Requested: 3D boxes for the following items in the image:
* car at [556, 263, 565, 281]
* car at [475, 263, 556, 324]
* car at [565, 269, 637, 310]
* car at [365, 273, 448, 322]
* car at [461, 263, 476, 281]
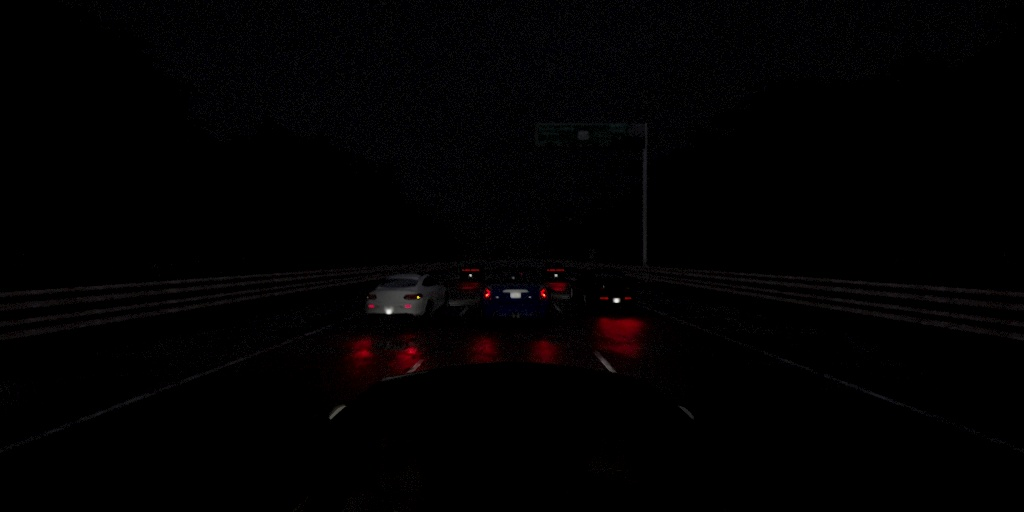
[{"bbox_3d":[3.601,1.346,31.751,1.837,1.490,4.892,0,0,0],"label":"car"},{"bbox_3d":[0.101,1.125,12.141,2.097,1.767,4.553,0,0,0],"label":"car"},{"bbox_3d":[3.601,1.284,14.771,1.837,1.490,4.892,0,0,0],"label":"car"},{"bbox_3d":[-3.413,1.299,12.242,1.812,1.442,4.674,0,0,0],"label":"car"},{"bbox_3d":[-3.398,1.346,31.787,1.837,1.490,4.892,0,0,0],"label":"car"}]
